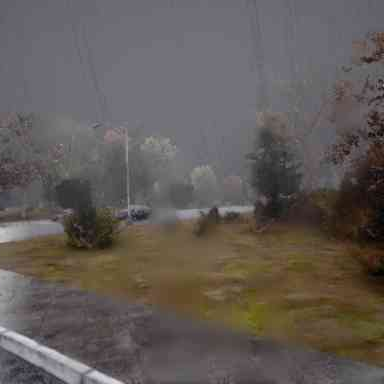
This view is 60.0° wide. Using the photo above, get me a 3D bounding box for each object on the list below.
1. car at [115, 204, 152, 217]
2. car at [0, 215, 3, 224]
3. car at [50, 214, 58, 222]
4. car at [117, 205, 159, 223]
[{"bbox_3d":[-7.870,2.477,45.392,2.128,1.511,4.902,-3,-2,32],"label":"car"},{"bbox_3d":[-18.872,2.425,28.341,1.837,1.490,4.892,-3,-2,35],"label":"car"},{"bbox_3d":[-13.428,2.503,36.650,1.994,1.385,4.181,-3,-2,32],"label":"car"},{"bbox_3d":[-5.089,2.085,29.854,1.895,1.301,4.718,-3,-2,33],"label":"car"}]
